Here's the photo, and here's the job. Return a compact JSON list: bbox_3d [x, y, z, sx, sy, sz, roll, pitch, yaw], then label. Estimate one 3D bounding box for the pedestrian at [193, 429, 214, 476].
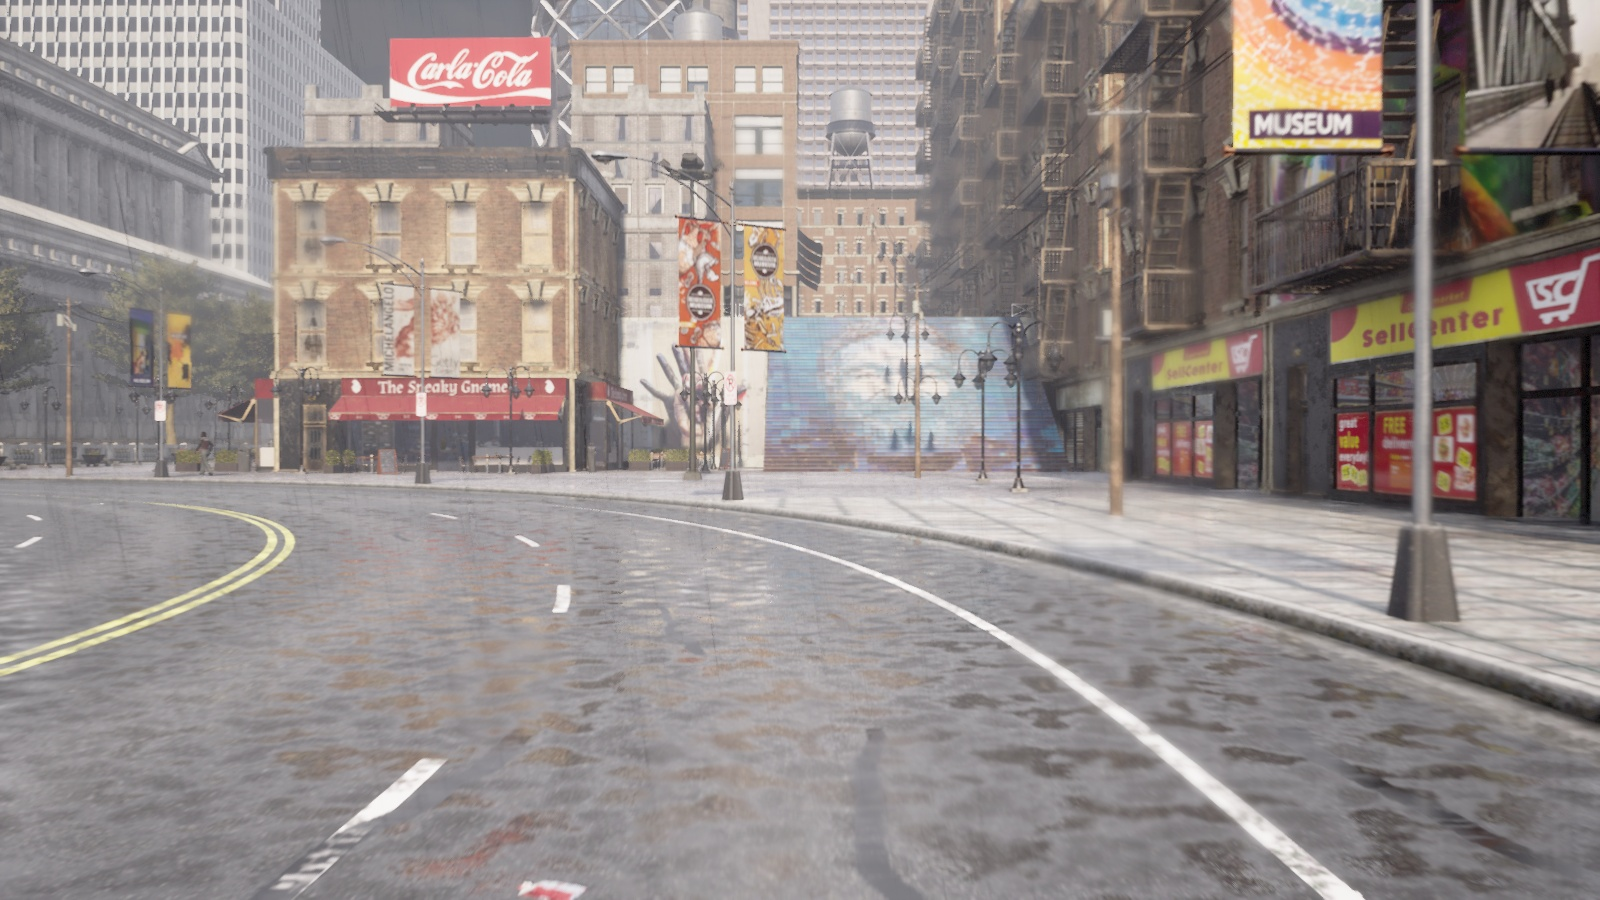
[{"bbox_3d":[-24.544,0.095,51.657,0.666,1.930,0.402,0,0,17],"label":"pedestrian"}]
